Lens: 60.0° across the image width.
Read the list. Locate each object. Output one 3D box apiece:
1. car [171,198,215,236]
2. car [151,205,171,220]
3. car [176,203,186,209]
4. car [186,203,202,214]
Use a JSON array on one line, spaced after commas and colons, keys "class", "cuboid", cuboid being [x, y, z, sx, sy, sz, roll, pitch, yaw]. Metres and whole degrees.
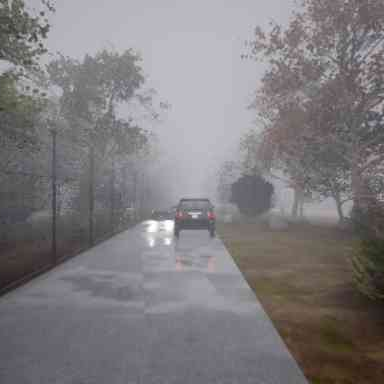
[{"class": "car", "cuboid": [0.143, 1.334, 19.166, 2.150, 2.045, 5.566, 0, -1, 0]}, {"class": "car", "cuboid": [-2.768, 1.885, 31.657, 1.895, 1.301, 4.718, 0, -1, 0]}, {"class": "car", "cuboid": [-2.353, 2.984, 73.172, 1.895, 1.301, 4.718, 0, -2, 1]}, {"class": "car", "cuboid": [0.238, 2.099, 42.534, 1.895, 1.301, 4.718, 0, -1, 0]}]
